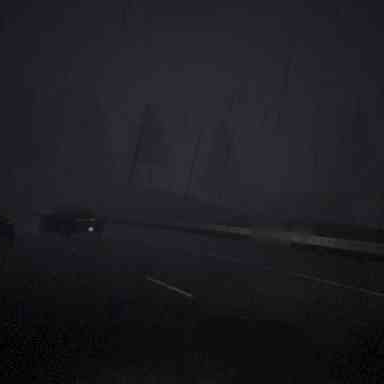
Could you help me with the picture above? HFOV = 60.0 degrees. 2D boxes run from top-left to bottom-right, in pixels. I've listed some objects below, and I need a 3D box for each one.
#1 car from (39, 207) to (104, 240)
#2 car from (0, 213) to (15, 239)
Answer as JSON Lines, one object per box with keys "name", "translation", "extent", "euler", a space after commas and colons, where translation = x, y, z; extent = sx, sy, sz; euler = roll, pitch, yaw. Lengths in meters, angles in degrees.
{"name": "car", "translation": [-6.454, 1.545, 17.548], "extent": [2.128, 1.511, 4.902], "euler": [0, 0, -43]}
{"name": "car", "translation": [-10.505, 1.615, 16.720], "extent": [1.994, 1.385, 4.181], "euler": [0, 0, -44]}
